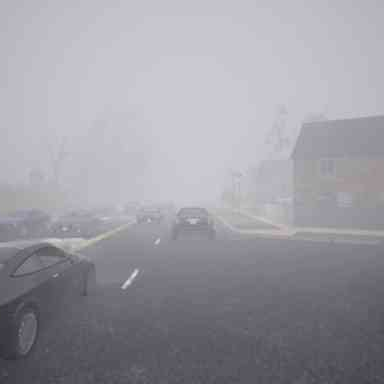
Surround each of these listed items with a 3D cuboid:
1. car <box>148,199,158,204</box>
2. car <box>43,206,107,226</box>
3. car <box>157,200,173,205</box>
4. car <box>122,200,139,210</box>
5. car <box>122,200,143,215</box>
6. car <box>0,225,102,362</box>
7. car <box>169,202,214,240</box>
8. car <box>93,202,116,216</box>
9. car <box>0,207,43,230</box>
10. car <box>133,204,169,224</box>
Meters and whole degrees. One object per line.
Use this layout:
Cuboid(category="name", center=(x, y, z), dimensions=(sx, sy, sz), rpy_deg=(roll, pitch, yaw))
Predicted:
Cuboid(category="car", center=(-6.640, 2.044, 58.952), dimensions=(1.882, 1.535, 5.008), rpy_deg=(0, -1, 0))
Cuboid(category="car", center=(-6.642, 1.760, 19.387), dimensions=(1.994, 1.385, 4.181), rpy_deg=(0, -1, 0))
Cuboid(category="car", center=(-3.254, 1.921, 45.413), dimensions=(1.882, 1.535, 5.008), rpy_deg=(0, -1, 0))
Cuboid(category="car", center=(-9.930, 2.088, 54.114), dimensions=(1.994, 1.385, 4.181), rpy_deg=(0, -1, 0))
Cuboid(category="car", center=(-6.680, 1.730, 38.330), dimensions=(2.097, 1.767, 4.553), rpy_deg=(0, -1, 0))
Cuboid(category="car", center=(-3.165, 1.587, 5.868), dimensions=(1.812, 1.442, 4.674), rpy_deg=(0, -1, 0))
Cuboid(category="car", center=(0.059, 1.536, 18.409), dimensions=(2.097, 1.767, 4.553), rpy_deg=(0, -1, 0))
Cuboid(category="car", center=(-9.928, 1.850, 37.549), dimensions=(1.882, 1.535, 5.008), rpy_deg=(0, -1, 0))
Cuboid(category="car", center=(-9.892, 1.674, 19.310), dimensions=(1.882, 1.535, 5.008), rpy_deg=(0, -1, 0))
Cuboid(category="car", center=(-3.210, 1.870, 26.993), dimensions=(1.895, 1.301, 4.718), rpy_deg=(0, -1, 0))
